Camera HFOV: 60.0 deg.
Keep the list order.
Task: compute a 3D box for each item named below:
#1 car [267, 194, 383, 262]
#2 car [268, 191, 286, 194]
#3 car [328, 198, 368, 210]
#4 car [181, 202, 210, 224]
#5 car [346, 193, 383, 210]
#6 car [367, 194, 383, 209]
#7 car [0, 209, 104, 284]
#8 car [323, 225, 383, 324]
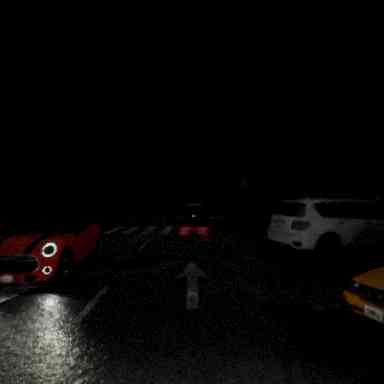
[{"bbox_3d":[5.391,1.233,11.929,5.566,2.045,2.435,1,0,-20],"label":"car"},{"bbox_3d":[14.055,0.152,51.729,4.674,1.442,1.812,-4,0,-4],"label":"car"},{"bbox_3d":[20.964,1.527,44.978,2.163,1.488,4.792,0,-1,-21],"label":"car"},{"bbox_3d":[0.334,1.477,25.172,1.882,1.535,5.008,0,0,5],"label":"car"},{"bbox_3d":[23.987,1.247,45.060,2.435,2.045,5.566,0,-1,-21],"label":"car"},{"bbox_3d":[27.047,1.248,45.096,2.435,2.045,5.566,1,-1,-22],"label":"car"},{"bbox_3d":[-4.117,1.351,9.675,2.097,1.767,4.553,0,0,0],"label":"car"},{"bbox_3d":[5.201,1.479,5.836,5.366,1.575,1.946,1,0,-20],"label":"car"}]
